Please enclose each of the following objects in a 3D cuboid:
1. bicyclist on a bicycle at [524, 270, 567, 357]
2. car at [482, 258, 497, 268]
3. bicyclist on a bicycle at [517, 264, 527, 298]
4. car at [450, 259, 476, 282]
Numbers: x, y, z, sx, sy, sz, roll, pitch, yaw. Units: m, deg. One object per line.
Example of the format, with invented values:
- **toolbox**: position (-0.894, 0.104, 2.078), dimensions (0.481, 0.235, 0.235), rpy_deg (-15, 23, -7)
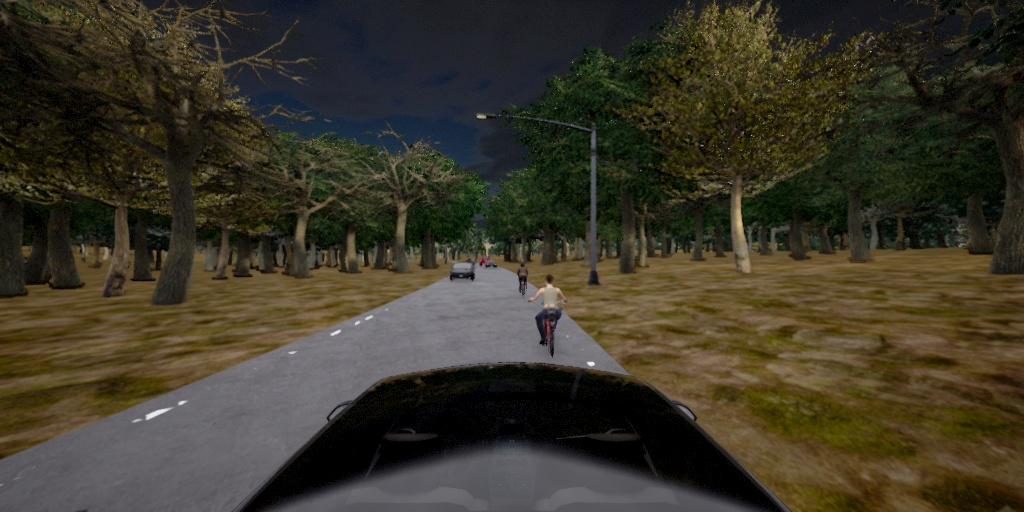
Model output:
- **bicyclist on a bicycle**: position (0.773, 1.188, 7.560), dimensions (0.866, 1.612, 1.509), rpy_deg (0, 0, -1)
- **car**: position (-3.653, 1.390, 61.364), dimensions (1.895, 1.301, 4.718), rpy_deg (0, 0, -7)
- **bicyclist on a bicycle**: position (0.521, 1.206, 17.398), dimensions (0.582, 1.620, 1.656), rpy_deg (0, 0, -2)
- **car**: position (-3.973, 1.232, 29.423), dimensions (1.882, 1.535, 5.008), rpy_deg (0, 0, -3)
